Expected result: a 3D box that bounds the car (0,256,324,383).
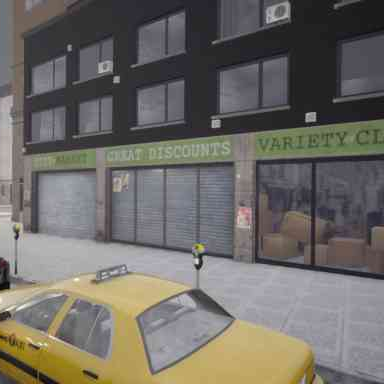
[{"bbox_3d":[-1.100,1.525,3.862,4.829,1.417,1.752,0,1,35],"label":"car"}]
